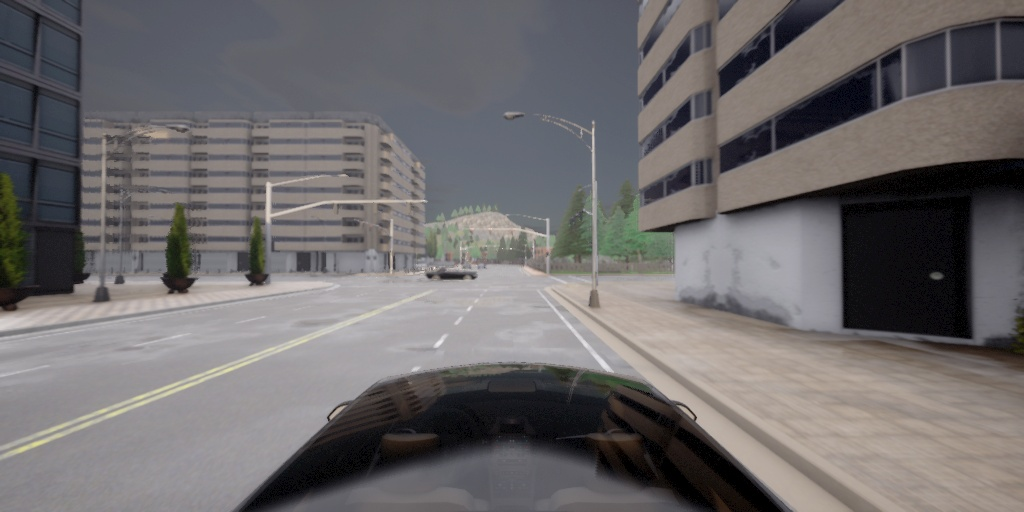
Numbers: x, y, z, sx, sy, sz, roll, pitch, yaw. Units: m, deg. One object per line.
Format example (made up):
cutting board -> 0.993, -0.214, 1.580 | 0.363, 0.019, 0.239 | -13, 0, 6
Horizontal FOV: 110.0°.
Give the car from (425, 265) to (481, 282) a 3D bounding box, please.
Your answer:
car -> -5.598, 1.747, 33.783 | 4.718, 1.301, 1.895 | 0, -1, 0
